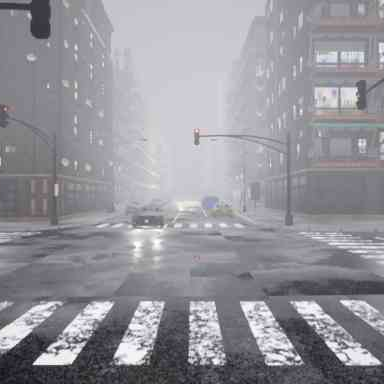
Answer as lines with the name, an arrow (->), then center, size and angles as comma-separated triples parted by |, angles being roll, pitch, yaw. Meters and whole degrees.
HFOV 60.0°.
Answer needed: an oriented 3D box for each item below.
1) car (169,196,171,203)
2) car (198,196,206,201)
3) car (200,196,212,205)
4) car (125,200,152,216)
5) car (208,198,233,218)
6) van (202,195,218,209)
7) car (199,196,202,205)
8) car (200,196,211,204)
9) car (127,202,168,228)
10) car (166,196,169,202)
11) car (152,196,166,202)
car -> -5.301, 1.623, 60.986 | 1.802, 1.307, 4.206 | 1, 0, 0
car -> 2.581, 1.622, 83.665 | 1.887, 1.381, 4.507 | 1, 0, 0
car -> 2.581, 1.482, 61.040 | 1.967, 1.590, 4.097 | 1, 0, 0
car -> -5.432, 1.563, 32.697 | 2.008, 1.369, 4.403 | 1, 0, 0
car -> 2.707, 1.536, 30.241 | 1.752, 1.417, 4.829 | 1, 0, 0
van -> 2.613, 1.363, 44.075 | 1.690, 1.788, 3.998 | 1, 0, 0
car -> 2.581, 1.343, 49.728 | 2.192, 1.841, 5.009 | 1, 0, 0
car -> 2.580, 1.600, 66.697 | 2.008, 1.369, 4.403 | 1, 0, 0
car -> -2.747, 1.573, 22.121 | 1.994, 1.385, 4.181 | 0, 0, 0
car -> -5.301, 1.560, 55.158 | 1.752, 1.417, 4.829 | 1, 0, 0
car -> -5.302, 1.610, 49.670 | 1.802, 1.307, 4.206 | 1, 0, 0
